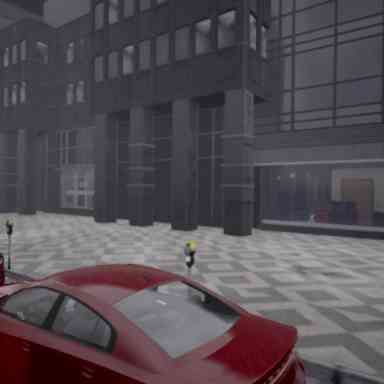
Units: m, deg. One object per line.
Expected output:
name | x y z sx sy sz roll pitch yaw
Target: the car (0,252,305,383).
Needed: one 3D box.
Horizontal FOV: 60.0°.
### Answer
car | -1.095 1.506 3.742 4.507 1.381 1.887 1 1 35
